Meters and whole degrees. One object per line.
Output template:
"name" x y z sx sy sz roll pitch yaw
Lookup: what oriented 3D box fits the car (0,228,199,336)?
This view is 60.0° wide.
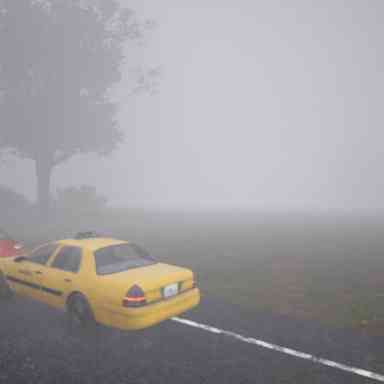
"car" -2.389 1.588 6.948 5.366 1.575 1.801 -1 -1 37
